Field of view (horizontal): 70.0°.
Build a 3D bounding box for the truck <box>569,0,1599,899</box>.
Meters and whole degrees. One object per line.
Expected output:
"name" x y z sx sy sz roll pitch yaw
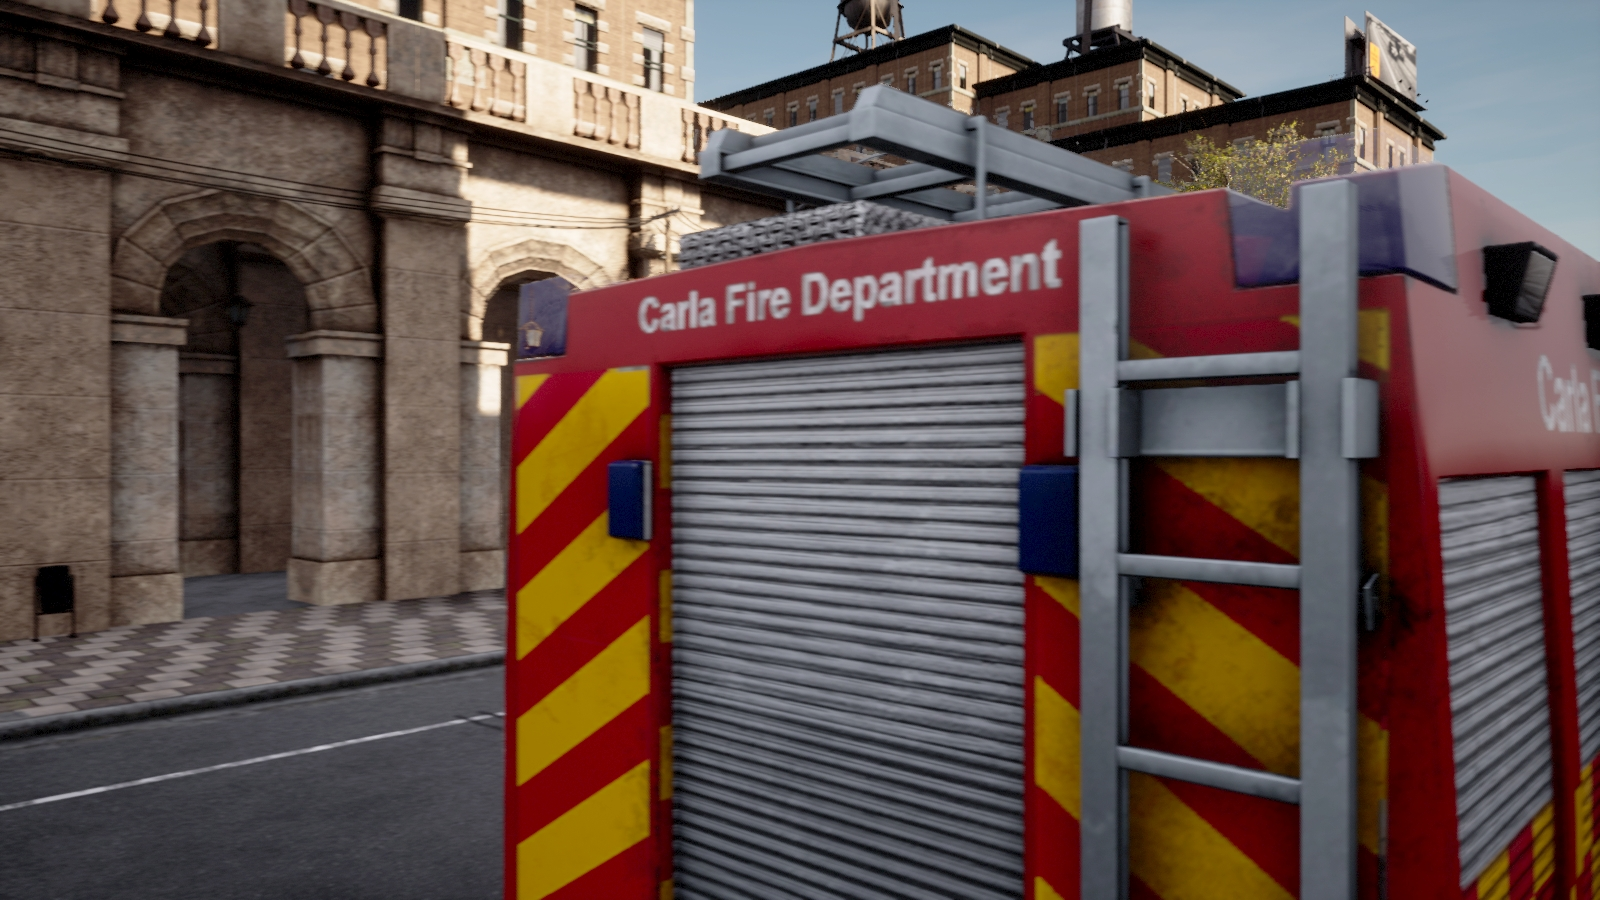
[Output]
"truck" 3.217 0.891 5.796 2.891 3.827 8.468 0 0 44
